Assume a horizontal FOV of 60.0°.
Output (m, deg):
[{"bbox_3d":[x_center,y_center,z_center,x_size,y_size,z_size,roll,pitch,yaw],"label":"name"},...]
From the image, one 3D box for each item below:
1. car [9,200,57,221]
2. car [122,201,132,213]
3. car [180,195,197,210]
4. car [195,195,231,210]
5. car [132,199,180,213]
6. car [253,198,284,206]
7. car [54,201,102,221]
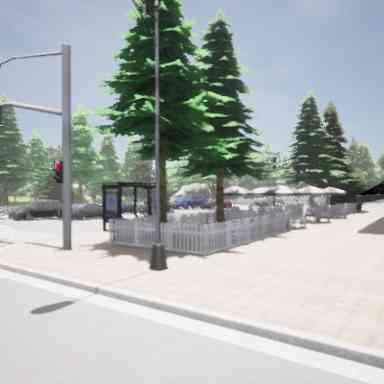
[{"bbox_3d":[-13.554,1.524,29.349,2.097,1.767,4.553,-1,0,36],"label":"car"},{"bbox_3d":[-8.156,1.736,36.757,1.994,1.385,4.181,-1,0,36],"label":"car"},{"bbox_3d":[-0.318,1.390,46.415,5.566,2.045,2.150,0,-1,-45],"label":"car"},{"bbox_3d":[3.177,1.614,44.912,5.008,1.535,1.882,0,0,-43],"label":"car"},{"bbox_3d":[-3.876,1.650,36.659,1.837,1.490,4.892,-1,-1,37],"label":"car"},{"bbox_3d":[12.832,1.673,55.855,5.357,1.411,2.033,0,0,-25],"label":"car"},{"bbox_3d":[-9.375,1.709,29.158,1.994,1.385,4.181,-1,0,36],"label":"car"}]
